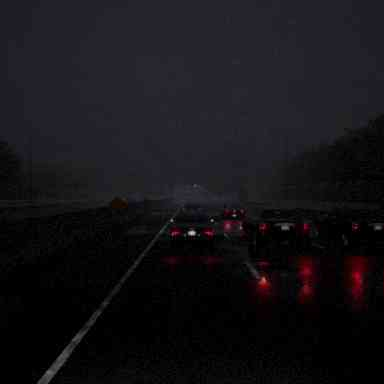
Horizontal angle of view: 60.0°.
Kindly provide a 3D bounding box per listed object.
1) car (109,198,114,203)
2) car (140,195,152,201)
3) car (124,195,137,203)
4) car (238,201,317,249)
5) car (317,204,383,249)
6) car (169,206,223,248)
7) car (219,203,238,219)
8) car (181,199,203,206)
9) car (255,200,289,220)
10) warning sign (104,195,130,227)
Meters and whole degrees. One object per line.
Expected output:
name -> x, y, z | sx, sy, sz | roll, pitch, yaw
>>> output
car -> -17.499, 1.998, 75.989 | 2.033, 1.411, 5.357 | 0, -1, 0
car -> -10.499, 1.683, 75.963 | 2.150, 2.045, 5.566 | 0, -1, 0
car -> -13.999, 1.683, 75.963 | 2.150, 2.045, 5.566 | 0, -1, 0
car -> 3.500, 1.366, 14.623 | 2.097, 1.767, 4.553 | 0, 0, 0
car -> 7.000, 1.366, 14.623 | 2.097, 1.767, 4.553 | 0, 0, 0
car -> 0.000, 1.563, 14.653 | 2.033, 1.411, 5.357 | 0, 0, 0
car -> 3.500, 1.658, 29.689 | 1.895, 1.301, 4.718 | 0, 0, 0
car -> 0.000, 1.614, 29.659 | 1.994, 1.385, 4.181 | 0, 0, 0
car -> 7.000, 1.527, 29.660 | 1.882, 1.535, 5.008 | 0, 0, 0
warning sign -> -4.533, 1.119, 20.141 | 1.300, 1.860, 1.060 | 1, 1, 0
